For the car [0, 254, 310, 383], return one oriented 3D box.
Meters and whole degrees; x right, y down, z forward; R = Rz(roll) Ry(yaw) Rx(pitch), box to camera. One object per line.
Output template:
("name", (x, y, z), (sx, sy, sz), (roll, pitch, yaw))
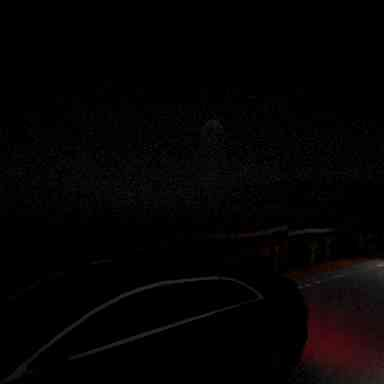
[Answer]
("car", (-0.834, 1.498, 3.386), (4.902, 1.511, 2.128), (0, 0, -36))
